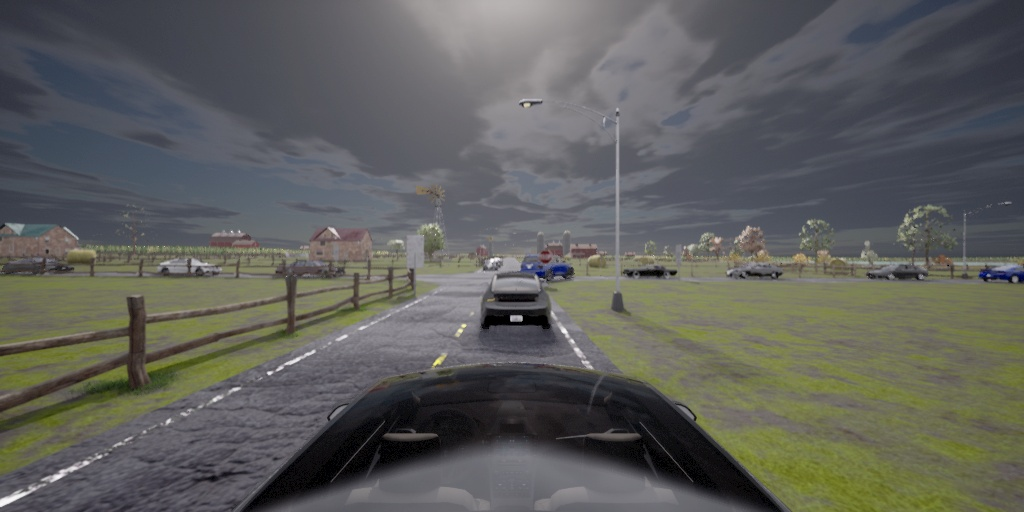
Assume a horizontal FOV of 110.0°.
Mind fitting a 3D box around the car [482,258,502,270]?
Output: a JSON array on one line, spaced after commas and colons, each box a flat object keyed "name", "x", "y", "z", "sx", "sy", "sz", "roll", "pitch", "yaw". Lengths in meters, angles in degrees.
[{"name": "car", "x": -2.826, "y": 1.159, "z": 47.668, "sx": 2.128, "sy": 1.511, "sz": 4.902, "roll": 0, "pitch": 0, "yaw": 0}]

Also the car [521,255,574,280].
[{"name": "car", "x": 2.874, "y": 0.940, "z": 28.690, "sx": 2.150, "sy": 2.045, "sz": 5.566, "roll": -2, "pitch": -1, "yaw": 35}]

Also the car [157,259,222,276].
[{"name": "car", "x": -27.661, "y": 0.943, "z": 30.817, "sx": 4.674, "sy": 1.442, "sz": 1.812, "roll": 1, "pitch": 0, "yaw": 0}]

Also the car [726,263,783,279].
[{"name": "car", "x": 23.226, "y": 1.436, "z": 34.419, "sx": 4.902, "sy": 1.511, "sz": 2.128, "roll": 0, "pitch": 0, "yaw": -1}]

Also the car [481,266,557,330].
[{"name": "car", "x": 0.103, "y": 1.240, "z": 11.007, "sx": 1.837, "sy": 1.490, "sz": 4.892, "roll": 0, "pitch": 0, "yaw": 0}]

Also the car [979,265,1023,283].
[{"name": "car", "x": 44.723, "y": 1.595, "z": 31.793, "sx": 5.008, "sy": 1.535, "sz": 1.882, "roll": 1, "pitch": 0, "yaw": 0}]

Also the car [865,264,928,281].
[{"name": "car", "x": 37.049, "y": 1.573, "z": 34.578, "sx": 4.892, "sy": 1.490, "sz": 1.837, "roll": -1, "pitch": 0, "yaw": 0}]

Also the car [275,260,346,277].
[{"name": "car", "x": -17.332, "y": 1.072, "z": 30.949, "sx": 5.357, "sy": 1.411, "sz": 2.033, "roll": 1, "pitch": 0, "yaw": -1}]

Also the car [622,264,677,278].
[{"name": "car", "x": 13.075, "y": 1.450, "z": 34.261, "sx": 4.718, "sy": 1.301, "sz": 1.895, "roll": 1, "pitch": 0, "yaw": -2}]

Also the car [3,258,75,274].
[{"name": "car", "x": -40.357, "y": 0.848, "z": 30.675, "sx": 4.181, "sy": 1.385, "sz": 1.994, "roll": 1, "pitch": 0, "yaw": 0}]
